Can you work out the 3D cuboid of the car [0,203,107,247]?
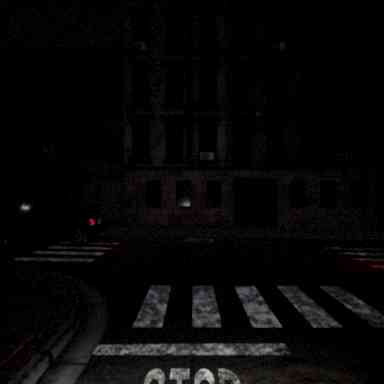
[{"bbox_3d":[-6.022,1.258,14.103,4.553,1.767,2.097,1,0,0],"label":"car"}]
